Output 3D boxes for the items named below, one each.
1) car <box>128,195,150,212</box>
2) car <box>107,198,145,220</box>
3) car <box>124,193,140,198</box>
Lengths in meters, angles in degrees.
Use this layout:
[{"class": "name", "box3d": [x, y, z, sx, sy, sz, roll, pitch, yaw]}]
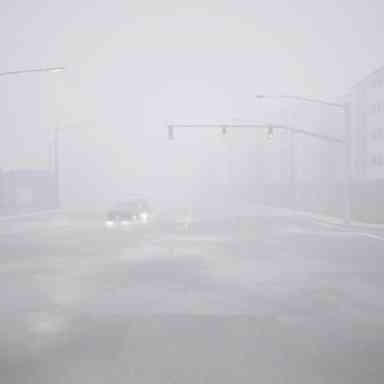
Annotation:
[{"class": "car", "box3d": [-5.946, 1.446, 38.577, 2.128, 1.511, 4.902, 0, 0, -6]}, {"class": "car", "box3d": [-5.698, 1.528, 28.369, 2.033, 1.411, 5.357, 0, 0, 1]}, {"class": "car", "box3d": [-9.076, 1.139, 51.356, 2.150, 2.045, 5.566, 0, 1, -24]}]
